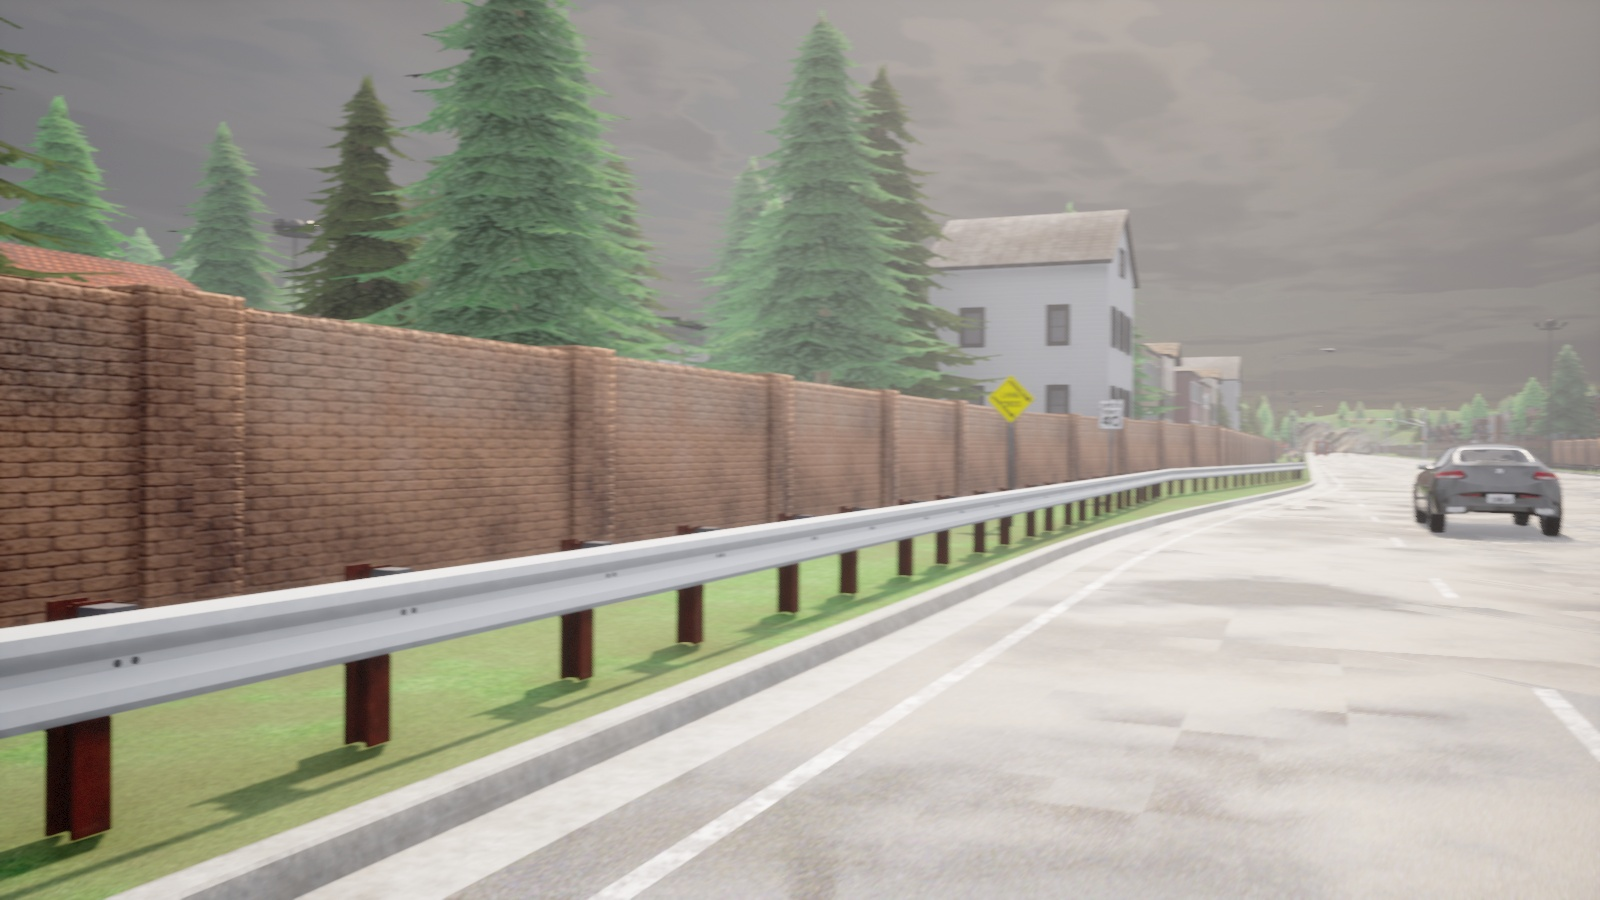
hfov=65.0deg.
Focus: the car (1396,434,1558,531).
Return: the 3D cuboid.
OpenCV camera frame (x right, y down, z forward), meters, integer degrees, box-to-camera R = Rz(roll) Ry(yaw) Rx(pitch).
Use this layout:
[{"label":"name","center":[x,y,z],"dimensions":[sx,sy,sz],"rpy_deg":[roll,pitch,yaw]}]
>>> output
[{"label":"car","center":[12.906,0.553,24.278],"dimensions":[2.152,1.651,5.027],"rpy_deg":[1,0,21]}]
